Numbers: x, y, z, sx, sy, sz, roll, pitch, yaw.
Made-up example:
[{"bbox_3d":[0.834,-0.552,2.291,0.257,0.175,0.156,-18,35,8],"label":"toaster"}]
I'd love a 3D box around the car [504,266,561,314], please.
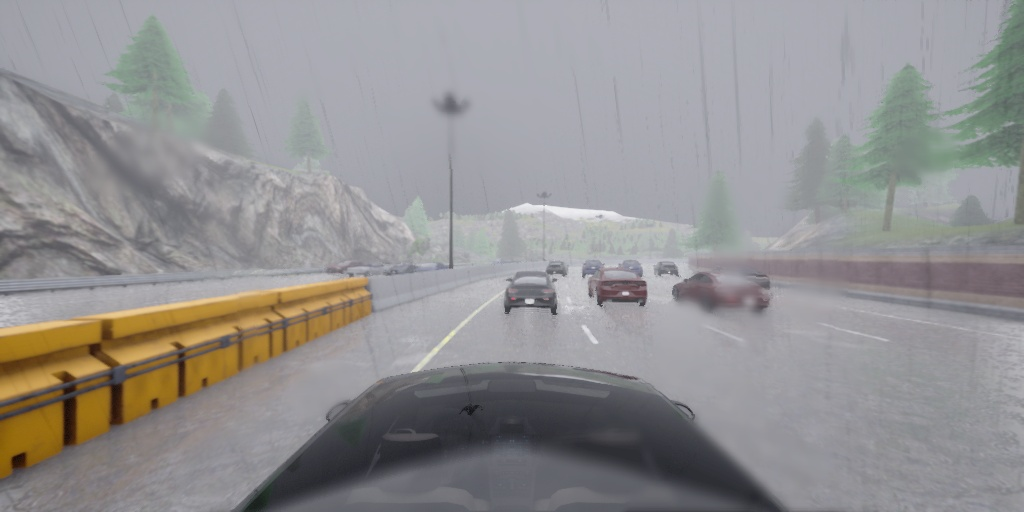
[{"bbox_3d":[0.759,1.277,13.757,1.812,1.442,4.674,0,0,5],"label":"car"}]

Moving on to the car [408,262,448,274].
[{"bbox_3d":[-7.218,1.258,32.357,1.812,1.442,4.674,0,0,12],"label":"car"}]

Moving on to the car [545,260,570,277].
[{"bbox_3d":[4.587,1.266,35.888,1.837,1.490,4.892,0,0,14],"label":"car"}]

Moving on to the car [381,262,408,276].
[{"bbox_3d":[-10.314,1.289,34.534,1.994,1.385,4.181,0,0,13],"label":"car"}]

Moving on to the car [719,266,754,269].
[{"bbox_3d":[12.030,1.270,19.650,2.128,1.511,4.902,0,0,8],"label":"car"}]

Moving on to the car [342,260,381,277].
[{"bbox_3d":[-13.856,1.318,34.857,1.895,1.301,4.718,0,0,13],"label":"car"}]

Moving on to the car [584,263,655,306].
[{"bbox_3d":[4.486,1.238,15.801,1.882,1.535,5.008,0,0,6],"label":"car"}]

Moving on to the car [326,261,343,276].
[{"bbox_3d":[-16.931,1.187,37.012,1.882,1.535,5.008,0,0,13],"label":"car"}]

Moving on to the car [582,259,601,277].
[{"bbox_3d":[8.150,1.121,35.699,2.097,1.767,4.553,0,0,14],"label":"car"}]

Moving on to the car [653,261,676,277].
[{"bbox_3d":[15.525,1.292,36.243,1.837,1.490,4.892,0,0,15],"label":"car"}]

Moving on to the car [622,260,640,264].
[{"bbox_3d":[11.791,1.130,35.807,2.097,1.767,4.553,0,0,15],"label":"car"}]

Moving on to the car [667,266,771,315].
[{"bbox_3d":[7.772,1.294,13.706,1.812,1.442,4.674,0,0,5],"label":"car"}]
